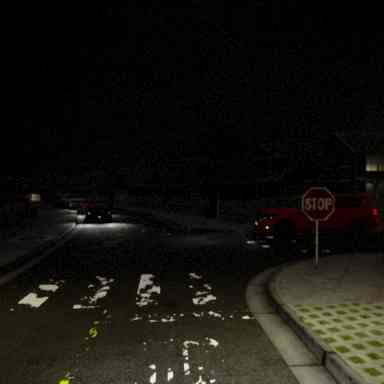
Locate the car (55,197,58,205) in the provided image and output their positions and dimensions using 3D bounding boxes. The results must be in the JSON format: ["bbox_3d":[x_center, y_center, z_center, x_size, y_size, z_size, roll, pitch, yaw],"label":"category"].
[{"bbox_3d":[-25.008,1.567,61.631,2.033,1.411,5.357,0,0,-42],"label":"car"}]

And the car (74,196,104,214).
[{"bbox_3d":[-11.000,1.461,35.302,1.882,1.535,5.008,0,0,-25],"label":"car"}]

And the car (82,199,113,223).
[{"bbox_3d":[-7.370,1.510,25.968,1.812,1.442,4.674,0,0,-19],"label":"car"}]

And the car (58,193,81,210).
[{"bbox_3d":[-15.841,1.214,44.441,2.150,2.045,5.566,0,0,-32],"label":"car"}]

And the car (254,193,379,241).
[{"bbox_3d":[5.798,1.097,15.735,5.566,2.045,2.150,-1,0,-2],"label":"car"}]
